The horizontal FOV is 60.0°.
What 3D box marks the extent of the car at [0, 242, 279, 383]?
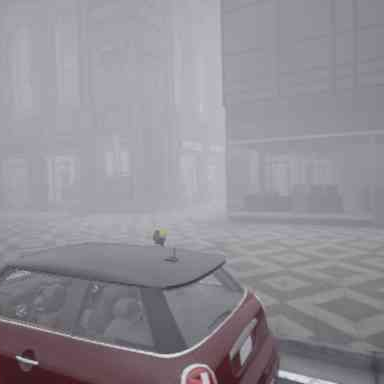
[{"bbox_3d":[-1.302,1.292,3.545,4.097,1.590,1.967,0,3,27],"label":"car"}]
